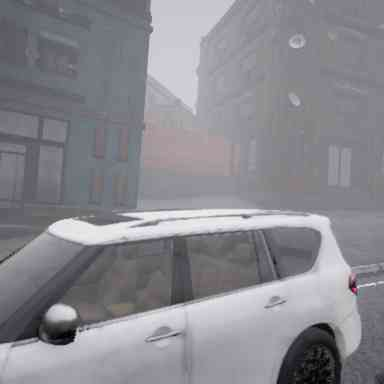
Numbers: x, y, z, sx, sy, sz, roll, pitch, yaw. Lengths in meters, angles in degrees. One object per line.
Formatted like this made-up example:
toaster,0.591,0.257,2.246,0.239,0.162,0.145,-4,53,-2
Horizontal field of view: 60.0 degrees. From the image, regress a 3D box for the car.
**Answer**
car,-0.664,1.228,3.292,5.566,2.045,2.150,0,0,-32
